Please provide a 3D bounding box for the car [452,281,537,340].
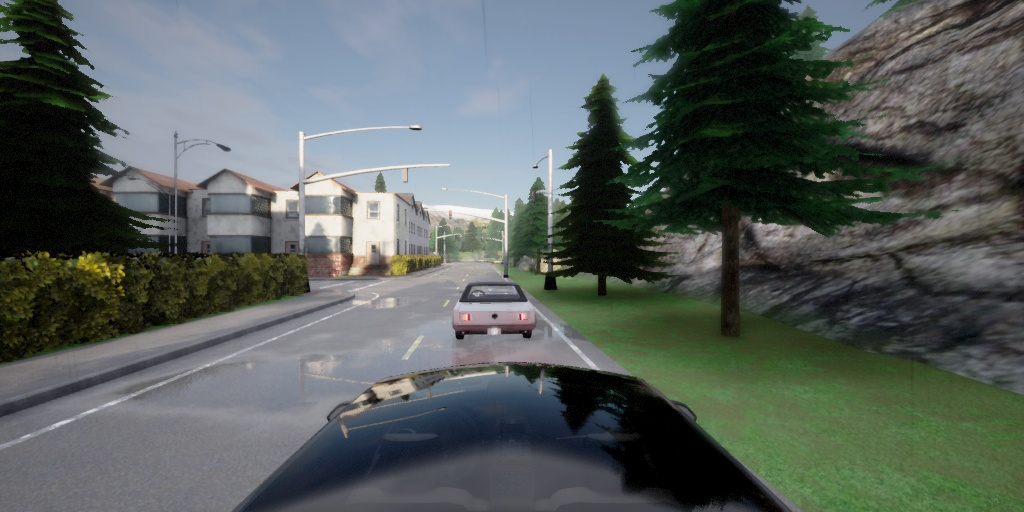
[{"bbox_3d":[-0.539,1.351,10.019,1.895,1.301,4.718,0,0,-4],"label":"car"}]
